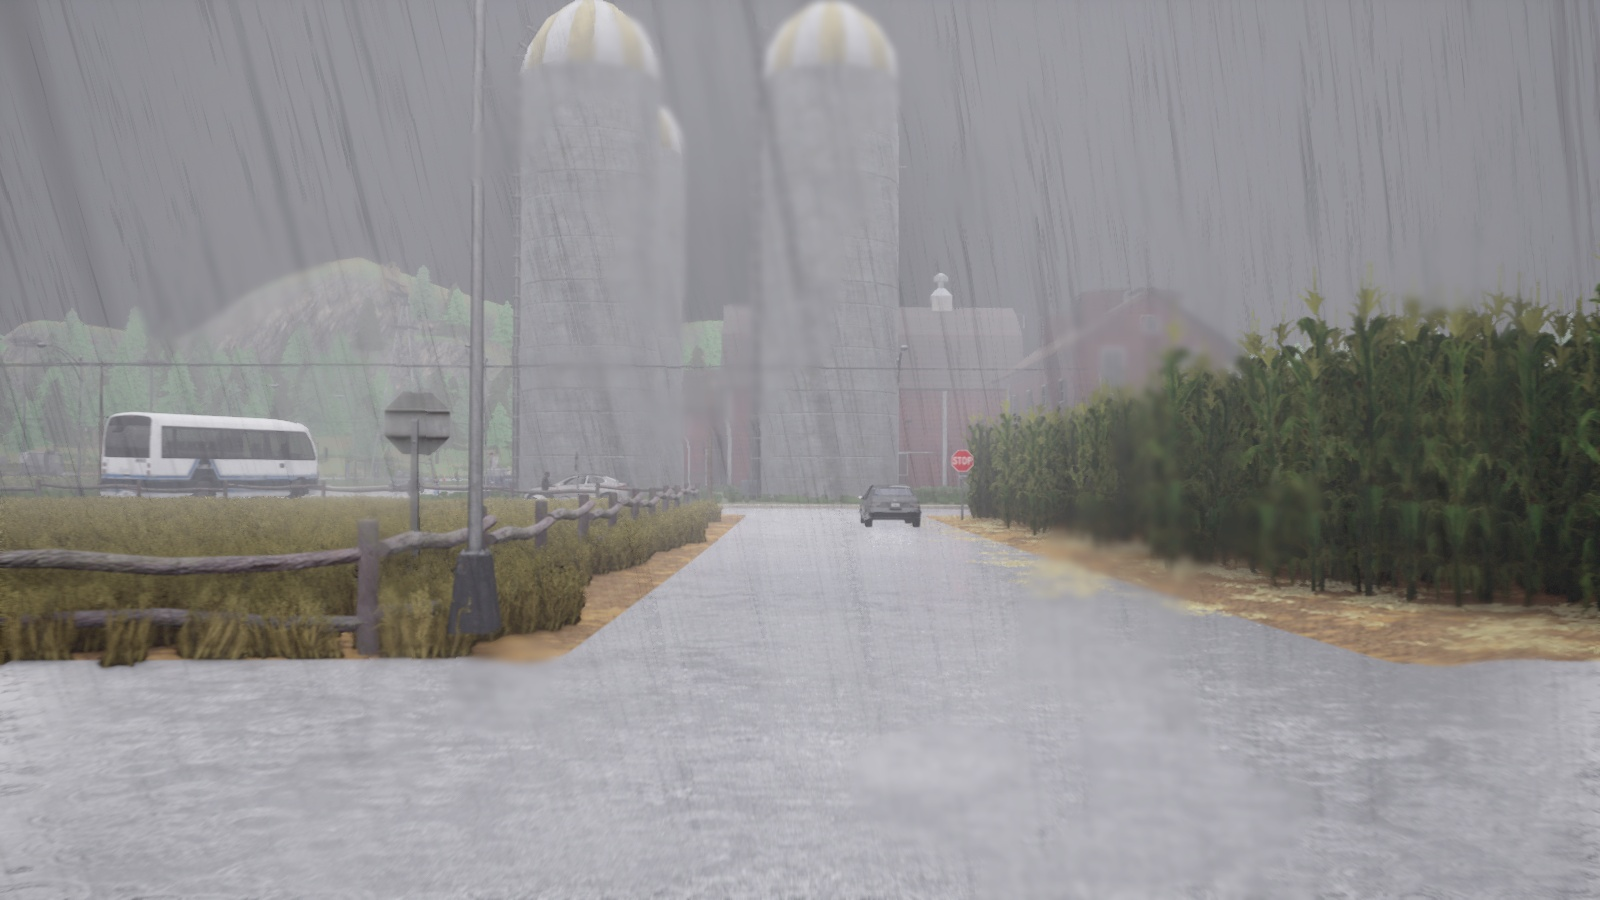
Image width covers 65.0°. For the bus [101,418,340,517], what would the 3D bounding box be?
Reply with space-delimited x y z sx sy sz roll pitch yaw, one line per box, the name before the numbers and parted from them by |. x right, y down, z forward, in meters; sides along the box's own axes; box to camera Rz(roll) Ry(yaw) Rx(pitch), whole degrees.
bus | -27.050 0.802 59.480 3.944 4.253 10.273 0 -1 22

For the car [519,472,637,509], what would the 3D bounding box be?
car | -10.147 1.860 57.759 5.027 1.651 2.152 0 -1 1

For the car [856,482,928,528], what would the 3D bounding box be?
car | 3.015 1.808 42.257 2.033 1.411 5.357 0 -1 0
